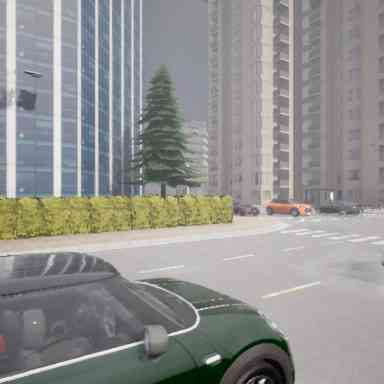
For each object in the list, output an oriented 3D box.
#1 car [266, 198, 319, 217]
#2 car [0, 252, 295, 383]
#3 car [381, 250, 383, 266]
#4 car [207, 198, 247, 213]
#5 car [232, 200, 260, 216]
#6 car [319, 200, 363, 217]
[{"bbox_3d":[9.436,1.407,32.246,2.097,1.767,4.553,0,0,-35],"label":"car"},{"bbox_3d":[-1.178,1.353,2.906,4.553,1.767,2.097,0,0,-35],"label":"car"},{"bbox_3d":[7.022,1.601,8.728,4.718,1.301,1.895,0,0,-35],"label":"car"},{"bbox_3d":[4.113,1.533,39.767,1.882,1.535,5.008,0,0,-35],"label":"car"},{"bbox_3d":[4.716,1.619,32.855,1.994,1.385,4.181,0,0,-35],"label":"car"},{"bbox_3d":[13.934,1.550,32.131,2.128,1.511,4.902,0,0,-32],"label":"car"}]
